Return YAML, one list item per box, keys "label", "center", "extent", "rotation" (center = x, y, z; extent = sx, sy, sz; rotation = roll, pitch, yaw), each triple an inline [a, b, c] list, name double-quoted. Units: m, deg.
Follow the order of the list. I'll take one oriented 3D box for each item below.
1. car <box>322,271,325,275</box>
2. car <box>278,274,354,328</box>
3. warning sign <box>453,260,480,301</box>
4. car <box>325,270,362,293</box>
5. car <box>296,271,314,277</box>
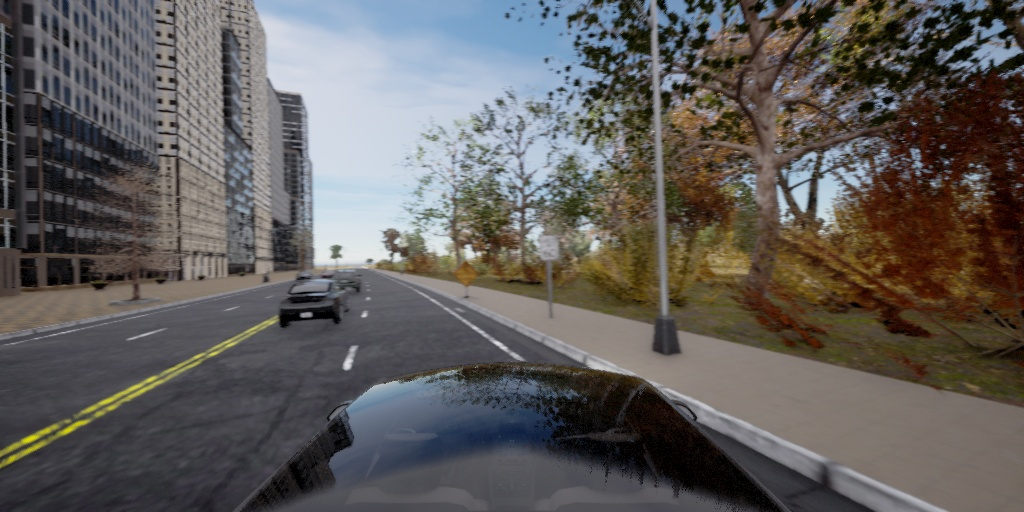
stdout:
- label: "car"
  center: [-27.727, 2.850, 54.529]
  extent: [1.882, 1.535, 5.008]
  rotation: [-2, -1, -22]
- label: "car"
  center: [-7.336, 1.661, 13.622]
  extent: [1.837, 1.490, 4.892]
  rotation: [-2, 0, -20]
- label: "warning sign"
  center: [-2.166, 1.138, 17.192]
  extent: [1.300, 1.860, 1.060]
  rotation: [0, 0, -21]
- label: "car"
  center: [-12.740, 1.868, 27.543]
  extent: [2.097, 1.767, 4.553]
  rotation: [-2, -1, -22]
- label: "car"
  center: [-30.652, 2.959, 53.113]
  extent: [1.837, 1.490, 4.892]
  rotation: [-2, 0, -22]
